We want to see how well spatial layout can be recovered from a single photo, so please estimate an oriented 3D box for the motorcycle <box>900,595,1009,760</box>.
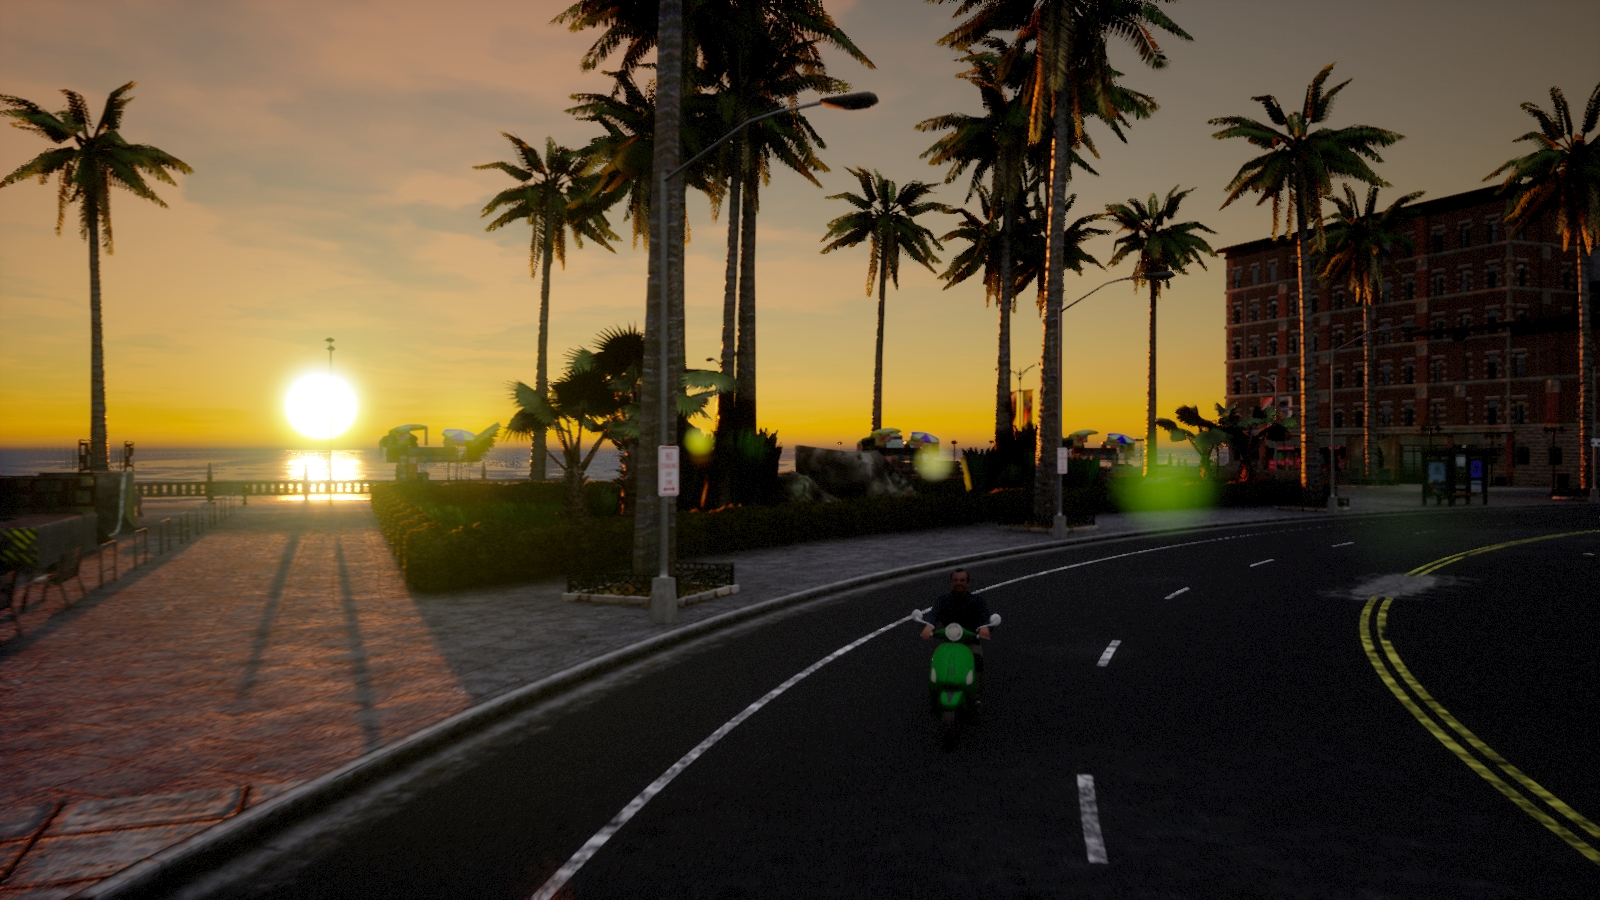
[{"bbox_3d":[1.567,2.182,11.305,0.856,1.236,1.805,0,0,14],"label":"motorcycle"}]
